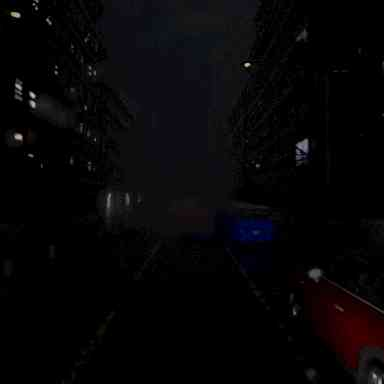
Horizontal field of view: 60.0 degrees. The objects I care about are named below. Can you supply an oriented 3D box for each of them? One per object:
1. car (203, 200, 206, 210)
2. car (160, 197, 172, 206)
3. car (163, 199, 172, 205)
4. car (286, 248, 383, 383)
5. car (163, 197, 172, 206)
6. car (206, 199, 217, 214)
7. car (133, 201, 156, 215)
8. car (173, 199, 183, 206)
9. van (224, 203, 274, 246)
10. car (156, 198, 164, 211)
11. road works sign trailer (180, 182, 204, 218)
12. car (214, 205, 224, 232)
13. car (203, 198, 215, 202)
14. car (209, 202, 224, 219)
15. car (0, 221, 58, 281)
[{"bbox_3d":[2.705,1.915,38.407,2.008,1.369,4.403,0,-1,0],"label":"car"},{"bbox_3d":[-5.663,1.987,72.234,2.192,1.841,5.009,0,-1,0],"label":"car"},{"bbox_3d":[-5.662,2.305,77.868,1.802,1.307,4.206,0,-1,0],"label":"car"},{"bbox_3d":[2.694,1.485,4.591,1.967,1.590,4.097,0,-1,0],"label":"car"},{"bbox_3d":[-5.666,2.061,66.596,1.967,1.590,4.097,0,-1,0],"label":"car"},{"bbox_3d":[2.703,1.752,32.773,1.967,1.590,4.097,0,-1,0],"label":"car"},{"bbox_3d":[-5.676,1.930,38.413,1.947,1.339,4.313,0,-1,0],"label":"car"},{"bbox_3d":[-2.977,2.198,71.016,2.033,1.411,5.357,0,-1,0],"label":"car"},{"bbox_3d":[2.698,1.493,15.865,1.690,1.788,3.998,0,-1,0],"label":"van"},{"bbox_3d":[-5.672,1.992,49.516,1.752,1.417,4.829,0,-1,0],"label":"car"},{"bbox_3d":[0.012,0.786,33.915,2.380,3.560,2.880,0,-1,0],"label":"road works sign trailer"},{"bbox_3d":[2.699,1.772,21.499,1.947,1.339,4.313,0,-1,0],"label":"car"},{"bbox_3d":[2.710,1.782,49.682,2.192,1.841,5.009,0,-1,0],"label":"car"},{"bbox_3d":[2.701,1.803,27.135,1.887,1.381,4.507,0,-1,0],"label":"car"},{"bbox_3d":[-5.685,1.644,10.233,1.887,1.381,4.507,0,-1,0],"label":"car"}]
